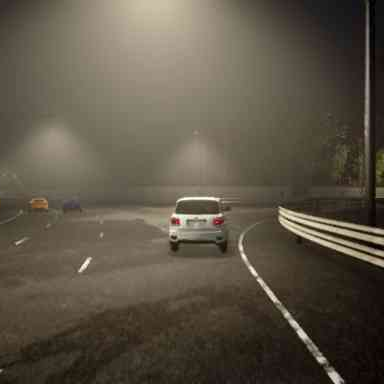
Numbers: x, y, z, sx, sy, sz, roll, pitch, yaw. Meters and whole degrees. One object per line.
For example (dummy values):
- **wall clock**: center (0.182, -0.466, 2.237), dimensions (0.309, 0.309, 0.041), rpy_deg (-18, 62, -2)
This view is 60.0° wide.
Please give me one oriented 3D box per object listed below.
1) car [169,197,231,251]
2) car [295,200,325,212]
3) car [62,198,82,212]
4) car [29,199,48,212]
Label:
- **car**: center (0.466, 1.223, 14.278), dimensions (2.150, 2.045, 5.566), rpy_deg (0, 0, 7)
- **car**: center (13.789, 1.562, 38.766), dimensions (4.181, 1.385, 1.994), rpy_deg (0, 0, -43)
- **car**: center (-14.061, 1.491, 38.873), dimensions (1.882, 1.535, 5.008), rpy_deg (0, 0, -24)
- **car**: center (-17.850, 1.493, 38.702), dimensions (1.882, 1.535, 5.008), rpy_deg (0, 0, -25)
